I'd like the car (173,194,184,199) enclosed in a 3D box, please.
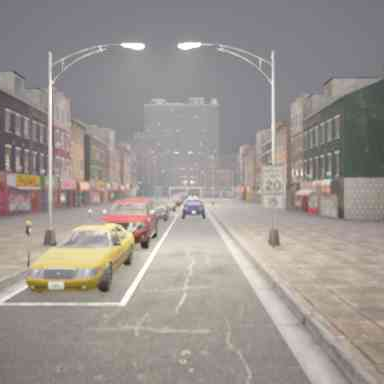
[{"bbox_3d":[-2.560,1.361,47.117,1.887,1.381,4.507,0,0,0],"label":"car"}]

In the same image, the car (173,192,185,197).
[{"bbox_3d":[-2.551,1.238,52.561,1.967,1.590,4.097,0,0,0],"label":"car"}]

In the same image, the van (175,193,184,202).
[{"bbox_3d":[-2.523,1.079,68.893,1.690,1.788,3.998,0,0,0],"label":"van"}]

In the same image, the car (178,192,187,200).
[{"bbox_3d":[-2.495,0.986,85.226,2.192,1.841,5.009,0,0,0],"label":"car"}]

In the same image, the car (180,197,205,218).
[{"bbox_3d":[0.144,1.394,28.067,1.812,1.442,4.674,0,0,0],"label":"car"}]

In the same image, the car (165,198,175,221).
[{"bbox_3d":[-2.596,1.437,25.341,2.008,1.369,4.403,0,0,0],"label":"car"}]

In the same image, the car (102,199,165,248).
[{"bbox_3d":[-2.614,1.243,14.451,2.192,1.841,5.009,0,0,0],"label":"car"}]

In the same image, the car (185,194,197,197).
[{"bbox_3d":[0.167,1.314,52.797,1.812,1.442,4.674,0,0,0],"label":"car"}]

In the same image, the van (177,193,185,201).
[{"bbox_3d":[-2.514,1.058,74.337,1.690,1.788,3.998,0,0,0],"label":"van"}]

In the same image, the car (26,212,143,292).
[{"bbox_3d":[-2.623,1.476,8.839,1.752,1.417,4.829,0,0,0],"label":"car"}]

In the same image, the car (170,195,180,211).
[{"bbox_3d":[-2.578,1.376,36.058,1.752,1.417,4.829,0,0,0],"label":"car"}]
